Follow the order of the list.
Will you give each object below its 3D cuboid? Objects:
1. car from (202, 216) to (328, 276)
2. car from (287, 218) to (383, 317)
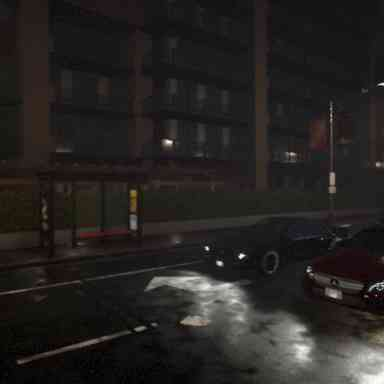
[{"bbox_3d":[2.893,1.486,10.369,5.357,1.411,2.033,-1,0,-36],"label":"car"},{"bbox_3d":[4.328,1.470,7.086,4.674,1.442,1.812,-1,0,-36],"label":"car"}]
